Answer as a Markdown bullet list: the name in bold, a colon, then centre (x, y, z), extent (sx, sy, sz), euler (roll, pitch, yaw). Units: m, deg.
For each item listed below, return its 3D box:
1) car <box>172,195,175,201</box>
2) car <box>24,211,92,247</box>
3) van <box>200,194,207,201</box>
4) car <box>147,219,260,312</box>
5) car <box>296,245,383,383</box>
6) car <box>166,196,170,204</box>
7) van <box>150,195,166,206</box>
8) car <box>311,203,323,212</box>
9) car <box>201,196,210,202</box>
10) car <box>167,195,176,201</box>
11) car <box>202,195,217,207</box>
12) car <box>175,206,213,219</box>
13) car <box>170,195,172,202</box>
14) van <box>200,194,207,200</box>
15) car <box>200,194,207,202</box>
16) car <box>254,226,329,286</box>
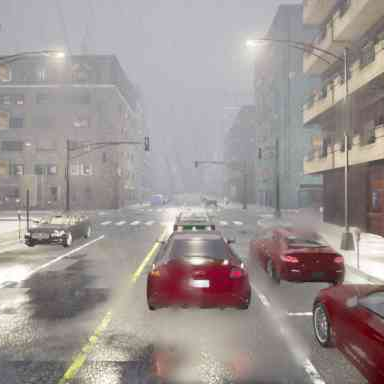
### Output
- **car**: centre (-5.388, 1.575, 75.536), extent (1.947, 1.339, 4.313), euler (1, 0, 0)
- **car**: centre (-5.774, 1.554, 14.816), extent (2.008, 1.369, 4.403), euler (1, 0, 0)
- **van**: centre (3.065, 1.349, 86.800), extent (1.690, 1.788, 3.998), euler (1, 0, 0)
- **car**: centre (0.104, 1.566, 7.800), extent (1.994, 1.385, 4.181), euler (0, 0, -1)
- **car**: centre (2.667, 1.583, 3.408), extent (1.802, 1.307, 4.206), euler (1, 0, 0)
- **car**: centre (-5.492, 1.574, 58.524), extent (1.947, 1.339, 4.313), euler (1, 0, 0)
- **van**: centre (-5.598, 1.349, 52.861), extent (1.690, 1.788, 3.998), euler (1, 0, 0)
- **car**: centre (15.538, 1.518, 36.978), extent (4.507, 1.381, 1.887), euler (0, -1, 1)
- **car**: centre (2.992, 1.590, 75.460), extent (1.802, 1.307, 4.206), euler (1, 0, 0)
- **car**: centre (-5.318, 1.554, 86.877), extent (1.887, 1.381, 4.507), euler (1, 0, 0)
- **car**: centre (2.951, 1.558, 51.202), extent (2.008, 1.369, 4.403), euler (1, 0, 0)
- **car**: centre (0.098, 1.604, 16.618), extent (1.895, 1.301, 4.718), euler (0, 0, 0)
- **car**: centre (-5.455, 1.448, 64.194), extent (1.967, 1.590, 4.097), euler (1, 0, 0)
- **van**: centre (3.100, 1.349, 92.470), extent (1.690, 1.788, 3.998), euler (1, 0, 0)
- **car**: centre (2.958, 1.558, 69.789), extent (2.008, 1.369, 4.403), euler (1, 0, 0)
- **car**: centre (2.665, 1.584, 9.079), extent (1.802, 1.307, 4.206), euler (1, 0, 0)
